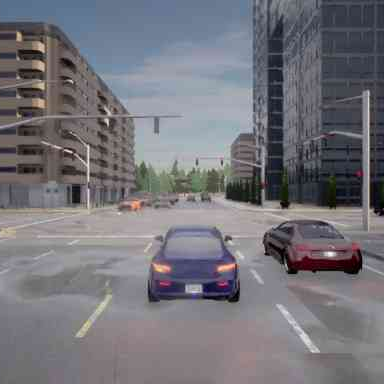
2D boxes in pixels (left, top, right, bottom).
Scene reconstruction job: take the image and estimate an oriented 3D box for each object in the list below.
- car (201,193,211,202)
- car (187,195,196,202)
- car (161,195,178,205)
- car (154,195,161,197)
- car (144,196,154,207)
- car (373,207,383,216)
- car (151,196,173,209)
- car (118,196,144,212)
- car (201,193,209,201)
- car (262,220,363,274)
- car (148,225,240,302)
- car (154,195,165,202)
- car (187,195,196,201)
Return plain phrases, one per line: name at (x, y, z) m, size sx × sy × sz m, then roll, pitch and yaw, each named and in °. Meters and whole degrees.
car at (3.321, 1.355, 77.681) m, size 2.097 × 1.767 × 4.553 m, roll 0°, pitch 0°, yaw 1°
car at (-0.180, 1.540, 77.472) m, size 2.033 × 1.411 × 5.357 m, roll 0°, pitch 0°, yaw 1°
car at (-3.969, 1.601, 57.223) m, size 1.895 × 1.301 × 4.718 m, roll 0°, pitch 0°, yaw 1°
car at (-7.378, 1.492, 63.387) m, size 2.128 × 1.511 × 4.902 m, roll 0°, pitch 0°, yaw 1°
car at (-7.506, 1.351, 50.970) m, size 2.097 × 1.767 × 4.553 m, roll 0°, pitch 0°, yaw 0°
car at (19.447, 1.656, 30.726) m, size 4.718 × 1.301 × 1.895 m, roll 0°, pitch 0°, yaw 0°
car at (-3.916, 1.601, 44.161) m, size 1.895 × 1.301 × 4.718 m, roll 0°, pitch 0°, yaw -2°
car at (-7.426, 1.363, 39.570) m, size 2.097 × 1.767 × 4.553 m, roll 0°, pitch 0°, yaw -1°
car at (3.427, 1.225, 87.844) m, size 2.150 × 2.045 × 5.566 m, roll 0°, pitch 0°, yaw 1°
car at (3.552, 1.564, 10.538) m, size 1.994 × 1.385 × 4.181 m, roll 0°, pitch 0°, yaw 0°
car at (0.044, 1.526, 8.114) m, size 1.812 × 1.442 × 4.674 m, roll 0°, pitch 0°, yaw 0°
car at (-7.221, 1.475, 73.712) m, size 1.882 × 1.535 × 5.008 m, roll 0°, pitch 0°, yaw 1°
car at (-0.074, 1.525, 87.816) m, size 2.128 × 1.511 × 4.902 m, roll 0°, pitch 0°, yaw 1°
